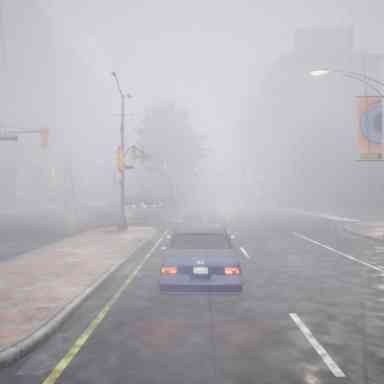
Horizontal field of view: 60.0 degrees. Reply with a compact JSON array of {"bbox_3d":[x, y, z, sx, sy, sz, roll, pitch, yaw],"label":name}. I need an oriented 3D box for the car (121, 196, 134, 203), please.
[{"bbox_3d":[-13.488,1.595,69.746,1.895,1.301,4.718,0,0,1],"label":"car"}]

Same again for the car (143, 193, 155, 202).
[{"bbox_3d":[-10.076,1.225,78.643,2.150,2.045,5.566,0,0,1],"label":"car"}]

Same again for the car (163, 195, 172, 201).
[{"bbox_3d":[-6.431,1.478,86.546,1.882,1.535,5.008,0,0,1],"label":"car"}]

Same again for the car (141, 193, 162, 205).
[{"bbox_3d":[-7.035,1.352,57.907,2.097,1.767,4.553,0,0,1],"label":"car"}]

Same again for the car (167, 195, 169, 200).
[{"bbox_3d":[-6.615,1.525,76.452,2.128,1.511,4.902,0,0,1],"label":"car"}]

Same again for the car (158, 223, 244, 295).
[{"bbox_3d":[0.225,1.547,8.856,2.033,1.411,5.357,0,0,1],"label":"car"}]

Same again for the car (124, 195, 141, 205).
[{"bbox_3d":[-10.535,1.352,57.783,2.097,1.767,4.553,0,0,1],"label":"car"}]

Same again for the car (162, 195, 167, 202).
[{"bbox_3d":[-6.822,1.352,66.678,2.097,1.767,4.553,0,0,1],"label":"car"}]

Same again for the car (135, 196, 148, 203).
[{"bbox_3d":[-10.278,1.505,67.958,1.837,1.490,4.892,0,0,1],"label":"car"}]
